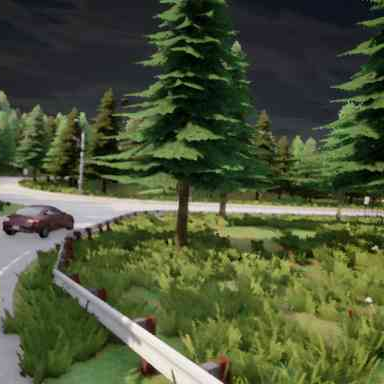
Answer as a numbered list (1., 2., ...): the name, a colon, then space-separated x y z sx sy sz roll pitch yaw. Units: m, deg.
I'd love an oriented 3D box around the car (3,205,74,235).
1. car: -7.670 1.378 17.042 1.812 1.442 4.674 4 1 3
